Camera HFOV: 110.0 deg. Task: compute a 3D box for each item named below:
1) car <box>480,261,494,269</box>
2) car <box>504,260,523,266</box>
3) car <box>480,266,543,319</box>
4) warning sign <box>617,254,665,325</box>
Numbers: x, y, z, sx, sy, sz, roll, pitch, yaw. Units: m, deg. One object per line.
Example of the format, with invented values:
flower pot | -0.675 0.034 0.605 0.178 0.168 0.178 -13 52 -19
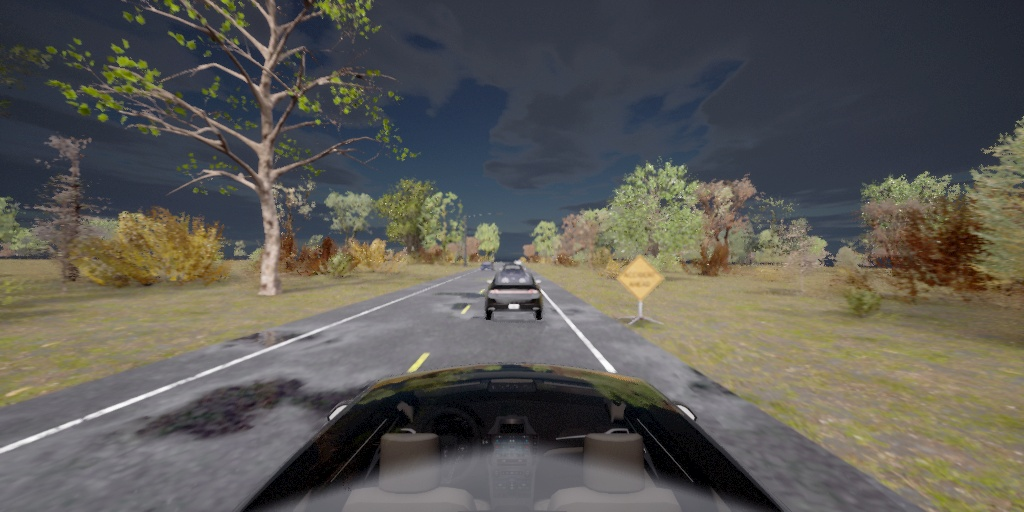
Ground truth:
car | -3.579 1.481 52.326 2.033 1.411 5.357 0 0 0
car | 0.065 1.338 28.134 1.837 1.490 4.892 0 0 0
car | 0.069 1.273 12.938 2.128 1.511 4.902 0 0 0
warning sign | 3.548 0.887 9.923 1.300 1.860 1.060 0 0 0
